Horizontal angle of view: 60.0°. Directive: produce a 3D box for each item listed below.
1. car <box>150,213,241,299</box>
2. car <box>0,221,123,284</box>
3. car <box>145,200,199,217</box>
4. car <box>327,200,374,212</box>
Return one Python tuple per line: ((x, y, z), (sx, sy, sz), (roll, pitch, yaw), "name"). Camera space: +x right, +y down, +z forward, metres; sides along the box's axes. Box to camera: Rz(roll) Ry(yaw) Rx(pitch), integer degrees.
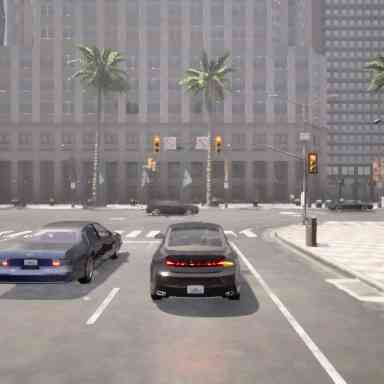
((0.074, 1.505, 8.403), (1.837, 1.490, 4.892), (0, 0, 0), "car")
((-3.422, 1.547, 9.597), (2.033, 1.411, 5.357), (0, 0, 0), "car")
((-1.871, 1.478, 31.335), (5.008, 1.535, 1.882), (0, 0, 0), "car")
((18.215, 1.601, 38.483), (4.718, 1.301, 1.895), (0, 0, 0), "car")
